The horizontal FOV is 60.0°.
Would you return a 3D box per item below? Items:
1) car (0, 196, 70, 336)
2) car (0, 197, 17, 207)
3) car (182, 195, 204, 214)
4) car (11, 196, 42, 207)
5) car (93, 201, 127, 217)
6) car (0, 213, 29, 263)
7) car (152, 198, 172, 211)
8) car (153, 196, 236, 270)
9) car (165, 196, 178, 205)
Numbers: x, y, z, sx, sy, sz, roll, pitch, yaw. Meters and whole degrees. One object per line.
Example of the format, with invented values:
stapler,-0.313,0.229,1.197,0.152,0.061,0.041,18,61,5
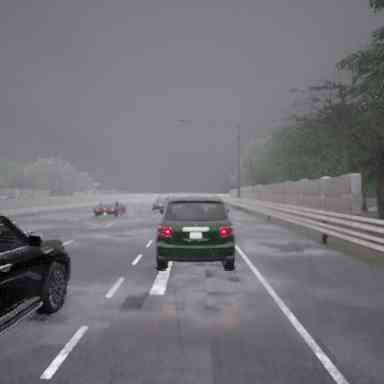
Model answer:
car,-3.501,1.190,4.294,2.150,2.045,5.566,0,0,0
car,-28.075,1.470,49.253,1.994,1.385,4.181,0,0,0
car,0.085,1.182,33.460,2.097,1.767,4.553,0,0,0
car,-24.580,1.400,49.655,2.128,1.511,4.902,0,0,0
car,-6.912,1.433,28.653,1.895,1.301,4.718,0,0,0
car,-6.904,1.476,9.352,2.033,1.411,5.357,0,0,0
car,-3.517,1.407,39.438,1.994,1.385,4.181,0,0,0
car,0.095,1.136,10.869,2.150,2.045,5.566,0,0,0
car,-3.525,1.487,58.192,1.837,1.490,4.892,0,-1,0
